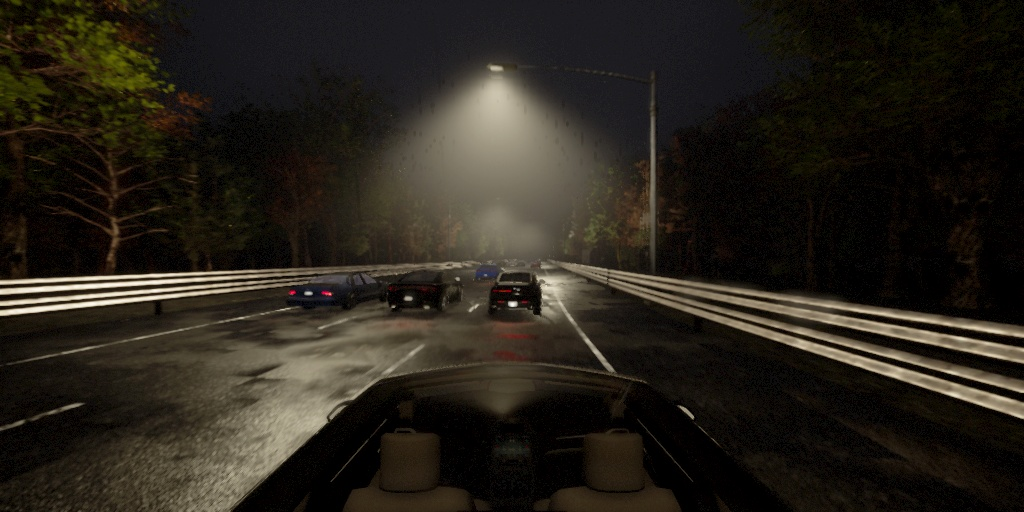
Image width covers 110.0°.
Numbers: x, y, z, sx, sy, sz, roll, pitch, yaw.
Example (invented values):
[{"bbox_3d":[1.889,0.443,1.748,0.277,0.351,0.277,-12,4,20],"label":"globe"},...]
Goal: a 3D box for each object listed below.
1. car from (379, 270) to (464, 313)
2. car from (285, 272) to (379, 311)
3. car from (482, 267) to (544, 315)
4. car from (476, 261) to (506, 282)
[{"bbox_3d":[-3.268,1.298,14.501,1.882,1.535,5.008,0,0,5],"label":"car"},{"bbox_3d":[-6.757,1.346,14.759,2.033,1.411,5.357,0,0,5],"label":"car"},{"bbox_3d":[0.220,1.347,14.206,1.837,1.490,4.892,0,0,5],"label":"car"},{"bbox_3d":[-1.925,1.425,31.518,1.882,1.535,5.008,0,0,5],"label":"car"}]
